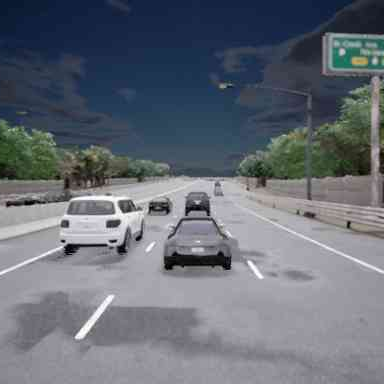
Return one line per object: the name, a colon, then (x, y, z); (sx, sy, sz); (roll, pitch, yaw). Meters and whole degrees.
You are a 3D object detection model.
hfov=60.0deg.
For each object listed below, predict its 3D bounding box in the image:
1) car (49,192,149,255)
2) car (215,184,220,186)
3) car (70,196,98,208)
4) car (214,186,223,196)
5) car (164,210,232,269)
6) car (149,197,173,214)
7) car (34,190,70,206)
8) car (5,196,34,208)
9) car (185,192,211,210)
car: (-3.303, 1.165, 13.248); (2.150, 2.045, 5.566); (0, 0, 1)
car: (7.109, -0.632, 90.891); (2.033, 1.411, 5.357); (0, 3, 4)
car: (-13.317, 1.177, 41.332); (1.895, 1.301, 4.718); (0, 1, 2)
car: (5.900, 0.096, 73.694); (2.033, 1.411, 5.357); (0, 2, 4)
car: (0.175, 1.525, 11.013); (1.994, 1.385, 4.181); (0, 0, 1)
car: (-2.928, 1.203, 31.718); (1.882, 1.535, 5.008); (0, 1, 2)
car: (-16.815, 0.801, 41.308); (2.150, 2.045, 5.566); (0, 1, 2)
car: (-20.362, 1.200, 40.149); (1.895, 1.301, 4.718); (0, 1, 2)
car: (0.521, 0.972, 29.882); (2.150, 2.045, 5.566); (0, 1, 2)
